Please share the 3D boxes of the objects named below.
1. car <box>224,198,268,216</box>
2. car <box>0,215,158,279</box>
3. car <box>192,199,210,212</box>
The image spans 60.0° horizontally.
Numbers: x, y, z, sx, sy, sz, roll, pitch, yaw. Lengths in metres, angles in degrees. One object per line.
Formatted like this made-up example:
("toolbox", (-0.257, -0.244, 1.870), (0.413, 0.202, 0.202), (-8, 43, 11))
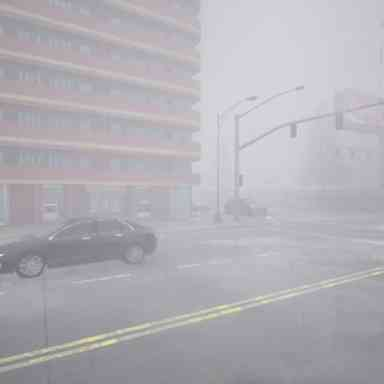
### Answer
("car", (5.203, 1.346, 32.370), (2.097, 1.767, 4.553), (0, 0, -34))
("car", (-3.410, 1.504, 10.101), (4.892, 1.490, 1.837), (0, 0, -34))
("car", (0.223, 1.520, 39.793), (1.812, 1.442, 4.674), (0, 0, -34))
